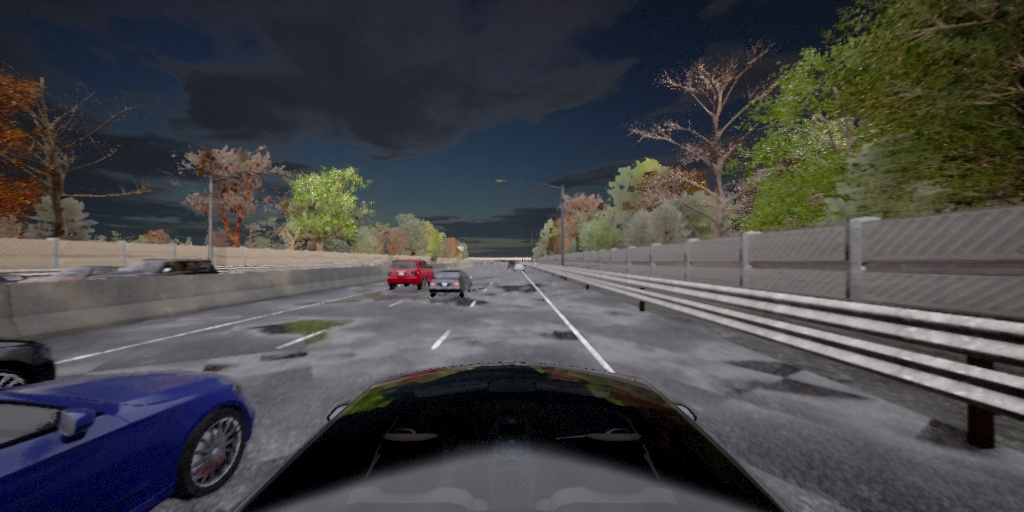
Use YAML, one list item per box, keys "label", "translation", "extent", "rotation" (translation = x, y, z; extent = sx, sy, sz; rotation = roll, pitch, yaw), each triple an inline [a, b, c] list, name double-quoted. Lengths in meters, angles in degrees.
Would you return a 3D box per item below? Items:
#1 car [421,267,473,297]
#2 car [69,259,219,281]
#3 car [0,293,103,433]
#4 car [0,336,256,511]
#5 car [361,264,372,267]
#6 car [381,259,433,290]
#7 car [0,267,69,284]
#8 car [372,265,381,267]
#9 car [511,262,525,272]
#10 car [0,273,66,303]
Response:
- label: "car"
  translation: [-3.403, 1.510, 20.601]
  extent: [2.033, 1.411, 5.357]
  rotation: [0, -1, 0]
- label: "car"
  translation: [-17.602, 1.151, 17.978]
  extent: [2.150, 2.045, 5.566]
  rotation: [0, -1, 0]
- label: "car"
  translation: [-6.907, 1.251, 2.666]
  extent: [2.128, 1.511, 4.902]
  rotation: [0, -1, 0]
- label: "car"
  translation: [-3.409, 1.273, 1.523]
  extent: [1.812, 1.442, 4.674]
  rotation: [0, -1, 0]
- label: "car"
  translation: [-24.521, 2.023, 59.706]
  extent: [1.895, 1.301, 4.718]
  rotation: [0, -1, 0]
- label: "car"
  translation: [-6.903, 1.235, 25.059]
  extent: [2.150, 2.045, 5.566]
  rotation: [0, -1, 0]
- label: "car"
  translation: [-21.099, 1.279, 17.753]
  extent: [2.097, 1.767, 4.553]
  rotation: [0, -1, 0]
- label: "car"
  translation: [-21.035, 1.919, 59.944]
  extent: [2.128, 1.511, 4.902]
  rotation: [0, -1, 1]
- label: "car"
  translation: [1.217, 1.981, 61.914]
  extent: [1.812, 1.442, 4.674]
  rotation: [0, -1, 0]
- label: "car"
  translation: [-24.601, 1.515, 16.637]
  extent: [1.895, 1.301, 4.718]
  rotation: [0, -1, 0]
